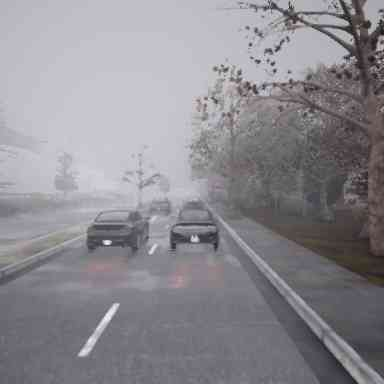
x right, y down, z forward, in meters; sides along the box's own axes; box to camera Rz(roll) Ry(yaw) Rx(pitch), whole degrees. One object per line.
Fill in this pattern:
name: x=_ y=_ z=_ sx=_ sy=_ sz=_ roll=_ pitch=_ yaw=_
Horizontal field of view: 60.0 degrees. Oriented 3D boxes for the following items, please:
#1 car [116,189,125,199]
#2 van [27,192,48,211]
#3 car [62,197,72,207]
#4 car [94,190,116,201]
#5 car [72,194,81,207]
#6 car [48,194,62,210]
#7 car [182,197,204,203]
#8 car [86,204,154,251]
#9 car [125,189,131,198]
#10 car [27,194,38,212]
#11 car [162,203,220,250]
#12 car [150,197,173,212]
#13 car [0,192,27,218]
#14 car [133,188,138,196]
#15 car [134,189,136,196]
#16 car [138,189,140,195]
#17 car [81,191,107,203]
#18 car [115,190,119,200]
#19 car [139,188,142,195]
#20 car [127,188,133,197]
car: x=-16.802 y=0.592 z=65.808 sx=5.566 sy=2.045 sz=2.435 roll=-1 pitch=1 yaw=-20
van: x=-16.962 y=1.015 z=32.764 sx=4.442 sy=1.987 sz=1.878 roll=-1 pitch=1 yaw=-20
car: x=-16.841 y=1.210 z=38.774 sx=4.674 sy=1.452 sz=2.002 roll=-1 pitch=1 yaw=-20
car: x=-17.001 y=0.925 z=59.720 sx=5.366 sy=1.575 sz=1.946 roll=-1 pitch=1 yaw=-20
car: x=-16.818 y=1.165 z=41.792 sx=4.792 sy=1.488 sz=2.163 roll=-1 pitch=0 yaw=-20
car: x=-16.820 y=1.079 z=35.799 sx=4.553 sy=1.767 sz=2.185 roll=-1 pitch=1 yaw=-20
car: x=0.105 y=1.267 z=31.389 sx=1.837 sy=1.490 sz=4.892 roll=0 pitch=1 yaw=0
car: x=-2.896 y=1.451 z=13.794 sx=1.837 sy=1.490 sz=4.892 roll=0 pitch=0 yaw=0
car: x=-16.648 y=0.731 z=71.865 sx=5.366 sy=1.575 sz=1.946 roll=-1 pitch=1 yaw=-20
car: x=-16.847 y=1.274 z=29.827 sx=4.892 sy=1.521 sz=2.231 roll=-1 pitch=1 yaw=-20
car: x=0.102 y=1.436 z=14.014 sx=2.128 sy=1.511 sz=4.902 roll=0 pitch=0 yaw=0
car: x=-2.895 y=1.254 z=31.315 sx=2.128 sy=1.511 sz=4.902 roll=0 pitch=1 yaw=0
car: x=-16.834 y=1.056 z=26.855 sx=5.566 sy=2.045 sz=2.435 roll=-1 pitch=0 yaw=-20
car: x=-16.843 y=0.347 z=83.800 sx=4.553 sy=1.767 sz=2.185 roll=-1 pitch=1 yaw=-20
car: x=-16.816 y=0.589 z=80.816 sx=4.674 sy=1.452 sz=2.002 roll=-1 pitch=1 yaw=-20
car: x=-16.811 y=0.435 z=86.814 sx=4.674 sy=1.452 sz=2.002 roll=-1 pitch=1 yaw=-20
car: x=-16.809 y=1.026 z=53.797 sx=4.792 sy=1.488 sz=2.163 roll=-1 pitch=0 yaw=-20
car: x=-16.832 y=0.924 z=62.793 sx=4.674 sy=1.452 sz=2.002 roll=-1 pitch=1 yaw=-20
car: x=-16.799 y=0.315 z=89.812 sx=5.008 sy=1.535 sz=2.097 roll=-1 pitch=2 yaw=-20
car: x=-16.847 y=0.428 z=74.787 sx=5.566 sy=2.045 sz=2.435 roll=-1 pitch=1 yaw=-20
